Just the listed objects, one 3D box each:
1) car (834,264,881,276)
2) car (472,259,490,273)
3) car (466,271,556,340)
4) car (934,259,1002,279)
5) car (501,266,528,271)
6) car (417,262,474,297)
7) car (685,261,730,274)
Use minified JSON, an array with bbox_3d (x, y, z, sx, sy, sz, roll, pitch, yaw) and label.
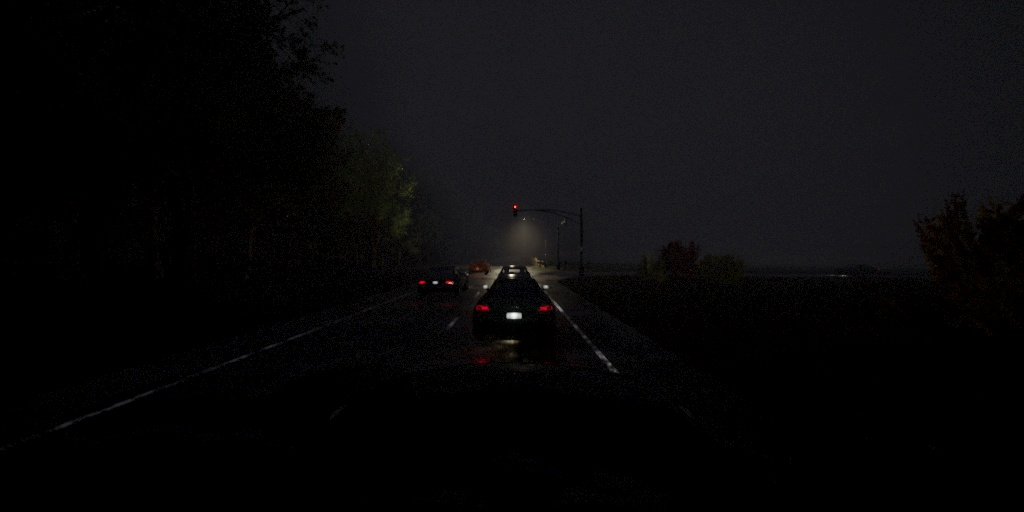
[{"bbox_3d":[40.257,1.601,41.872,4.181,1.385,1.994,1,-1,1],"label":"car"},{"bbox_3d":[-3.346,1.049,37.284,1.882,1.535,5.008,0,1,0],"label":"car"},{"bbox_3d":[0.095,1.273,9.879,1.994,1.385,4.181,0,0,1],"label":"car"},{"bbox_3d":[48.605,1.308,38.245,5.566,2.045,2.150,1,-1,0],"label":"car"},{"bbox_3d":[0.127,1.211,19.083,2.033,1.411,5.357,0,0,0],"label":"car"},{"bbox_3d":[-3.375,1.215,18.336,2.033,1.411,5.357,0,0,0],"label":"car"},{"bbox_3d":[22.858,1.351,41.993,4.892,1.490,1.837,1,-1,0],"label":"car"}]
